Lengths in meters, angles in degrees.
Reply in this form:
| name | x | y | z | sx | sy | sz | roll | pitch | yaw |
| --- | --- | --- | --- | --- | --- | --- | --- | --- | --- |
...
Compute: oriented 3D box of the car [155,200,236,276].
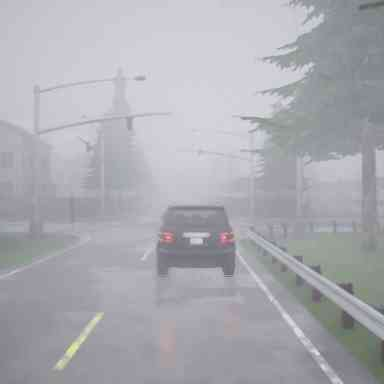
| name | x | y | z | sx | sy | sz | roll | pitch | yaw |
| --- | --- | --- | --- | --- | --- | --- | --- | --- | --- |
| car | 0.114 | 1.349 | 10.903 | 2.150 | 2.045 | 5.566 | 0 | -1 | 0 |
